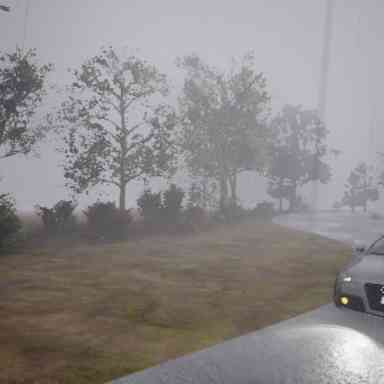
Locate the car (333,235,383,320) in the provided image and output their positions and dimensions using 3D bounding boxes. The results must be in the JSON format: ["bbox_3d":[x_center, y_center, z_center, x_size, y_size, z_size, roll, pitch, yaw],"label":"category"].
[{"bbox_3d":[4.502,1.584,6.812,1.994,1.385,4.181,0,0,41],"label":"car"}]
